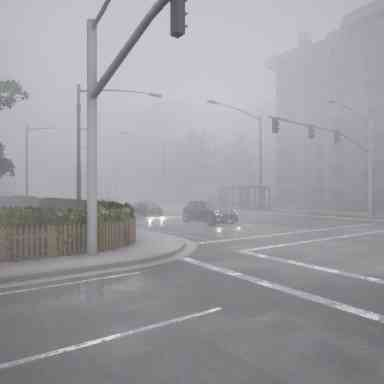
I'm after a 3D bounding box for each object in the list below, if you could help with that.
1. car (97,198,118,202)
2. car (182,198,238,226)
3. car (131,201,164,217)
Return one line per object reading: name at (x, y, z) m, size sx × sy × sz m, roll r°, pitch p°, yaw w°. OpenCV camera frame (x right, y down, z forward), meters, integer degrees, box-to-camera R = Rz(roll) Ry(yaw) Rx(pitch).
car at (-10.342, 1.505, 40.492) m, size 1.837 × 1.490 × 4.892 m, roll 0°, pitch 0°, yaw -34°
car at (1.223, 1.352, 23.747) m, size 2.097 × 1.767 × 4.553 m, roll 0°, pitch 0°, yaw -35°
car at (-4.444, 1.564, 31.929) m, size 1.994 × 1.385 × 4.181 m, roll 0°, pitch 0°, yaw -35°
